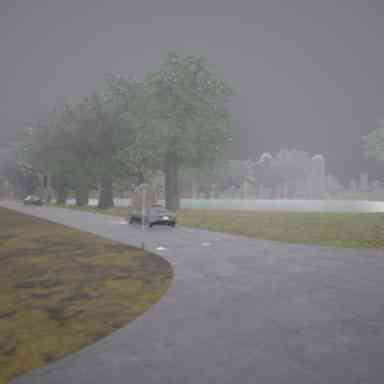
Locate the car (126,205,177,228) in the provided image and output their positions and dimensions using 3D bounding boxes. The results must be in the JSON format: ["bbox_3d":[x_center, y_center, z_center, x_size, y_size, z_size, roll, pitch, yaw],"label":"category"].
[{"bbox_3d":[-2.782,1.569,22.195,1.994,1.385,4.181,2,-1,-36],"label":"car"}]

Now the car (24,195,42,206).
[{"bbox_3d":[-26.518,1.355,55.438,2.097,1.767,4.553,2,-1,-36],"label":"car"}]
